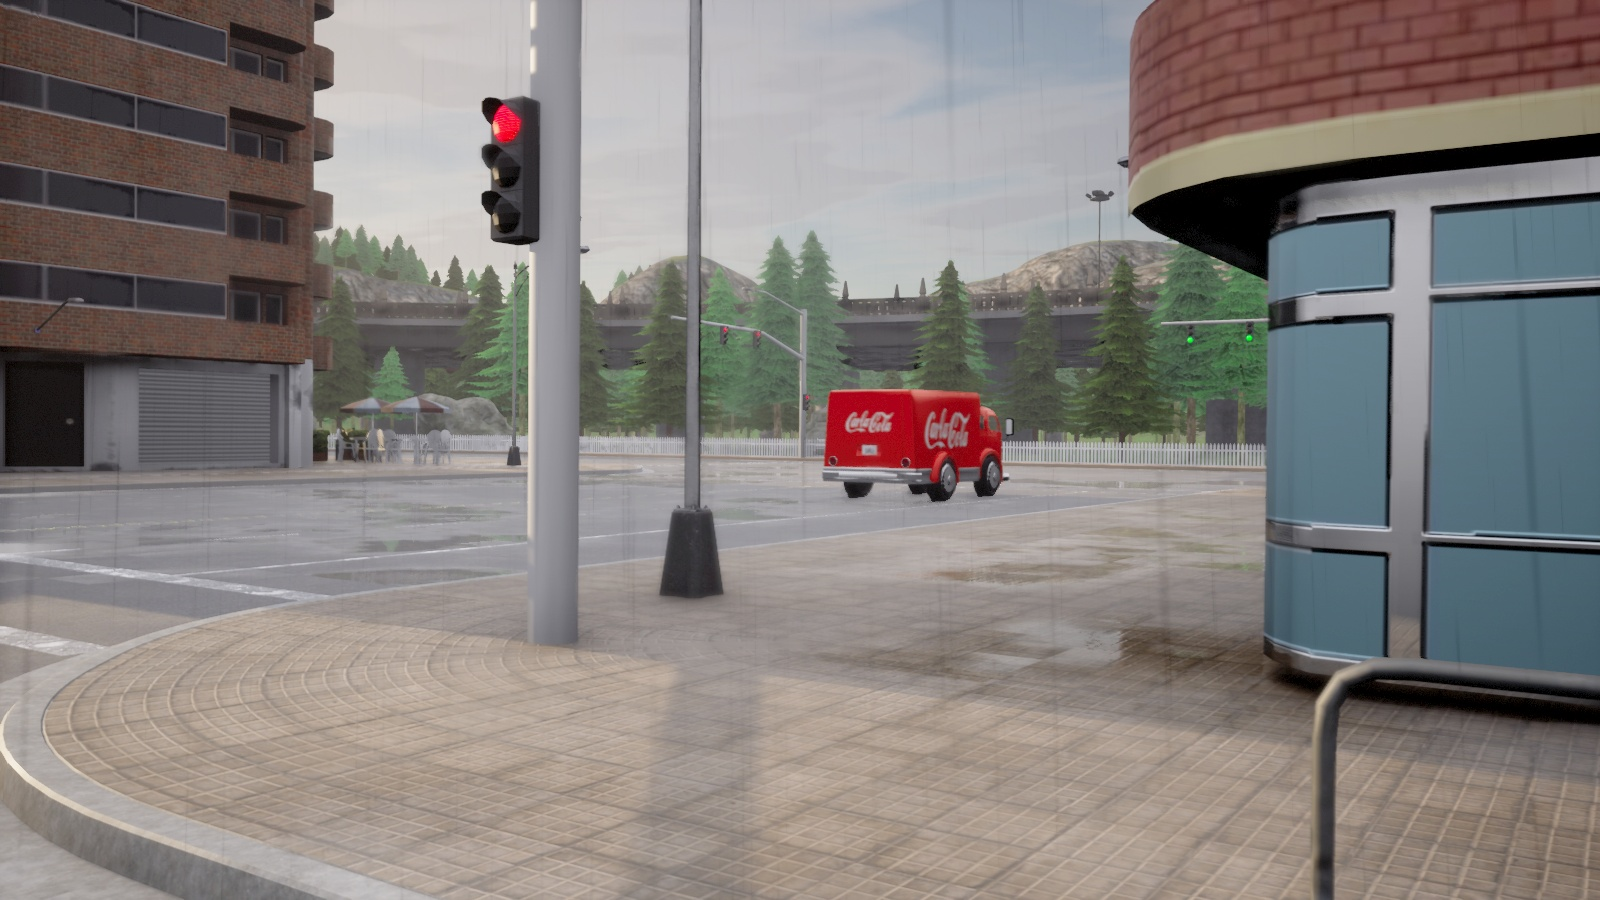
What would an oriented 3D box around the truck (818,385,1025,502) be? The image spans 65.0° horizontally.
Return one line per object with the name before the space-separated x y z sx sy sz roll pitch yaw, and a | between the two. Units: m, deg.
truck | 2.952 -0.175 29.317 2.627 2.467 5.204 0 1 34
